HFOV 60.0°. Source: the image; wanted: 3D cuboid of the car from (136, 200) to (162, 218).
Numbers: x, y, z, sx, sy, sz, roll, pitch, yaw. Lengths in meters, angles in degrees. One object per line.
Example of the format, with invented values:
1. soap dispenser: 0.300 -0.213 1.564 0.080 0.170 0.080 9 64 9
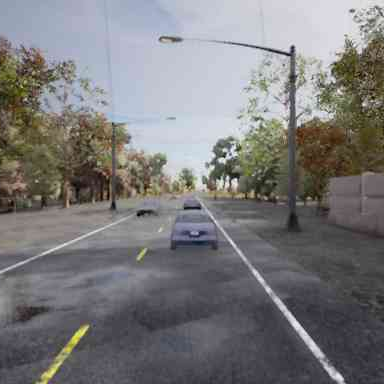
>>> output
1. car: -3.651 1.408 29.289 2.033 1.411 5.357 0 0 0

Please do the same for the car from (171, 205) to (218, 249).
1. car: 0.077 1.486 14.195 2.033 1.411 5.357 0 0 0

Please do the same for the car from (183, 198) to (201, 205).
1. car: 0.031 1.375 37.929 1.994 1.385 4.181 0 0 0

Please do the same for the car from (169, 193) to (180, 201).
1. car: -3.625 0.943 69.497 2.097 1.767 4.553 0 0 0
